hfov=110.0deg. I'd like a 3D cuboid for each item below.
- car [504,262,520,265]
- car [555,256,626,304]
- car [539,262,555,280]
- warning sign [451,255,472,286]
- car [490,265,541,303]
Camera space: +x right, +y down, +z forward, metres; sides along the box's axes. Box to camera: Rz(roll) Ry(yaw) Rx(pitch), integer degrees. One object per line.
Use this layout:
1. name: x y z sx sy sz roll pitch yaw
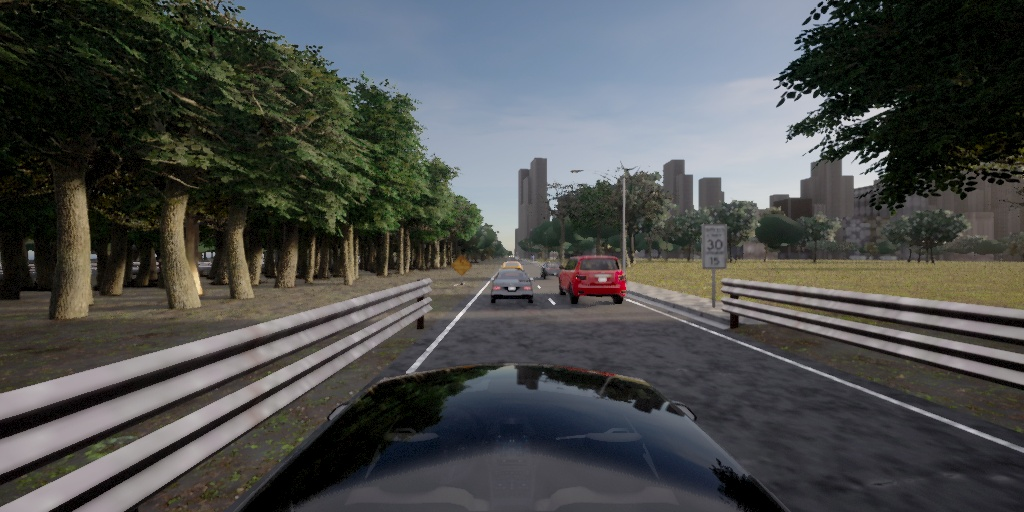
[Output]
1. car: 0.001 1.235 31.469 1.882 1.535 5.008 0 0 0
2. car: 3.500 1.008 16.499 2.150 2.045 5.566 0 0 0
3. car: 3.501 1.245 31.468 2.128 1.511 4.902 0 0 0
4. warning sign: -3.050 0.865 21.749 1.300 1.860 1.060 0 0 0
5. car: 0.001 1.314 16.469 2.033 1.411 5.357 0 0 0
